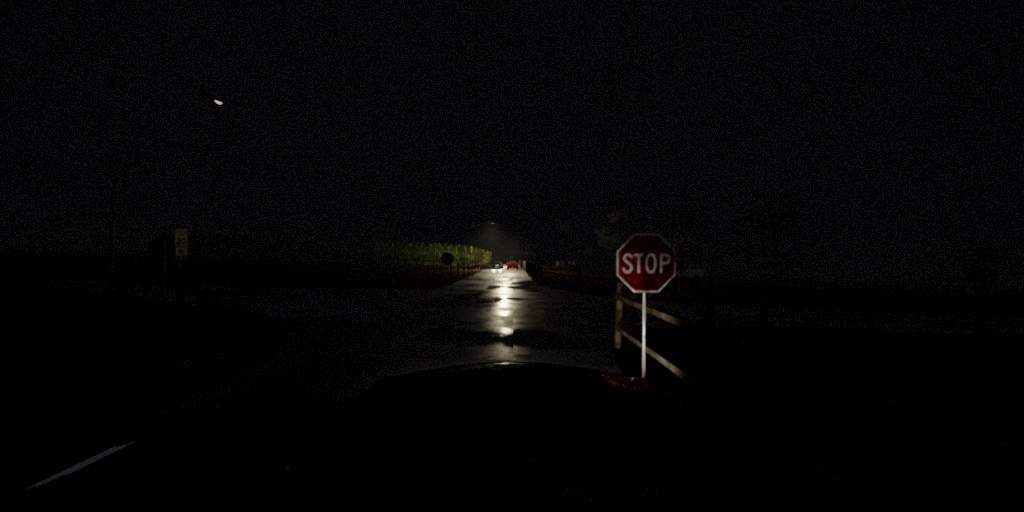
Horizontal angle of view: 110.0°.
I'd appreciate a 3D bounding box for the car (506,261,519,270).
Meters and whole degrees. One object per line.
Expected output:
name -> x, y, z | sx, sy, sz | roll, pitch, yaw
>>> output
car -> 0.089, 1.599, 61.279 | 1.882, 1.535, 5.008 | 0, 0, 0
